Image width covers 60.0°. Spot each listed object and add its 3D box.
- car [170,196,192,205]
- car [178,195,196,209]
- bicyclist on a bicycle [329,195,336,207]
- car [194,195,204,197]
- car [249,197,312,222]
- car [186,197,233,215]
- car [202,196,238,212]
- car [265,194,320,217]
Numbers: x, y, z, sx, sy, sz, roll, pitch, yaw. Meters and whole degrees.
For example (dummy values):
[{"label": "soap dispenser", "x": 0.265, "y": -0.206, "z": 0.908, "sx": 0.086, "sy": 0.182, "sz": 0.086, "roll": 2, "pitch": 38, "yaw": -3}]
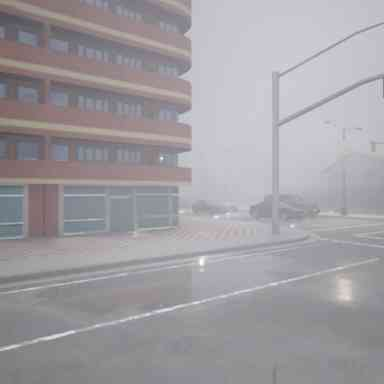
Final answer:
[{"label": "car", "x": -2.086, "y": 1.519, "z": 60.526, "sx": 1.812, "sy": 1.442, "sz": 4.674, "roll": 0, "pitch": 0, "yaw": -34}, {"label": "car", "x": -1.953, "y": 1.500, "z": 45.972, "sx": 1.837, "sy": 1.490, "sz": 4.892, "roll": 0, "pitch": 0, "yaw": -34}, {"label": "bicyclist on a bicycle", "x": 19.330, "y": 1.293, "z": 45.873, "sx": 1.656, "sy": 1.620, "sz": 0.582, "roll": 0, "pitch": 0, "yaw": -35}, {"label": "car", "x": 0.766, "y": 1.345, "z": 62.472, "sx": 2.097, "sy": 1.767, "sz": 4.553, "roll": 0, "pitch": 0, "yaw": -35}, {"label": "car", "x": 6.841, "y": 1.474, "z": 26.991, "sx": 1.882, "sy": 1.535, "sz": 5.008, "roll": 0, "pitch": 0, "yaw": -34}, {"label": "car", "x": 1.719, "y": 1.522, "z": 34.469, "sx": 1.812, "sy": 1.442, "sz": 4.674, "roll": 0, "pitch": 0, "yaw": -35}, {"label": "car", "x": 3.290, "y": 1.521, "z": 38.367, "sx": 1.812, "sy": 1.442, "sz": 4.674, "roll": 0, "pitch": 0, "yaw": -35}, {"label": "car", "x": 8.827, "y": 1.217, "z": 30.320, "sx": 2.150, "sy": 2.045, "sz": 5.566, "roll": 0, "pitch": 0, "yaw": -34}]
